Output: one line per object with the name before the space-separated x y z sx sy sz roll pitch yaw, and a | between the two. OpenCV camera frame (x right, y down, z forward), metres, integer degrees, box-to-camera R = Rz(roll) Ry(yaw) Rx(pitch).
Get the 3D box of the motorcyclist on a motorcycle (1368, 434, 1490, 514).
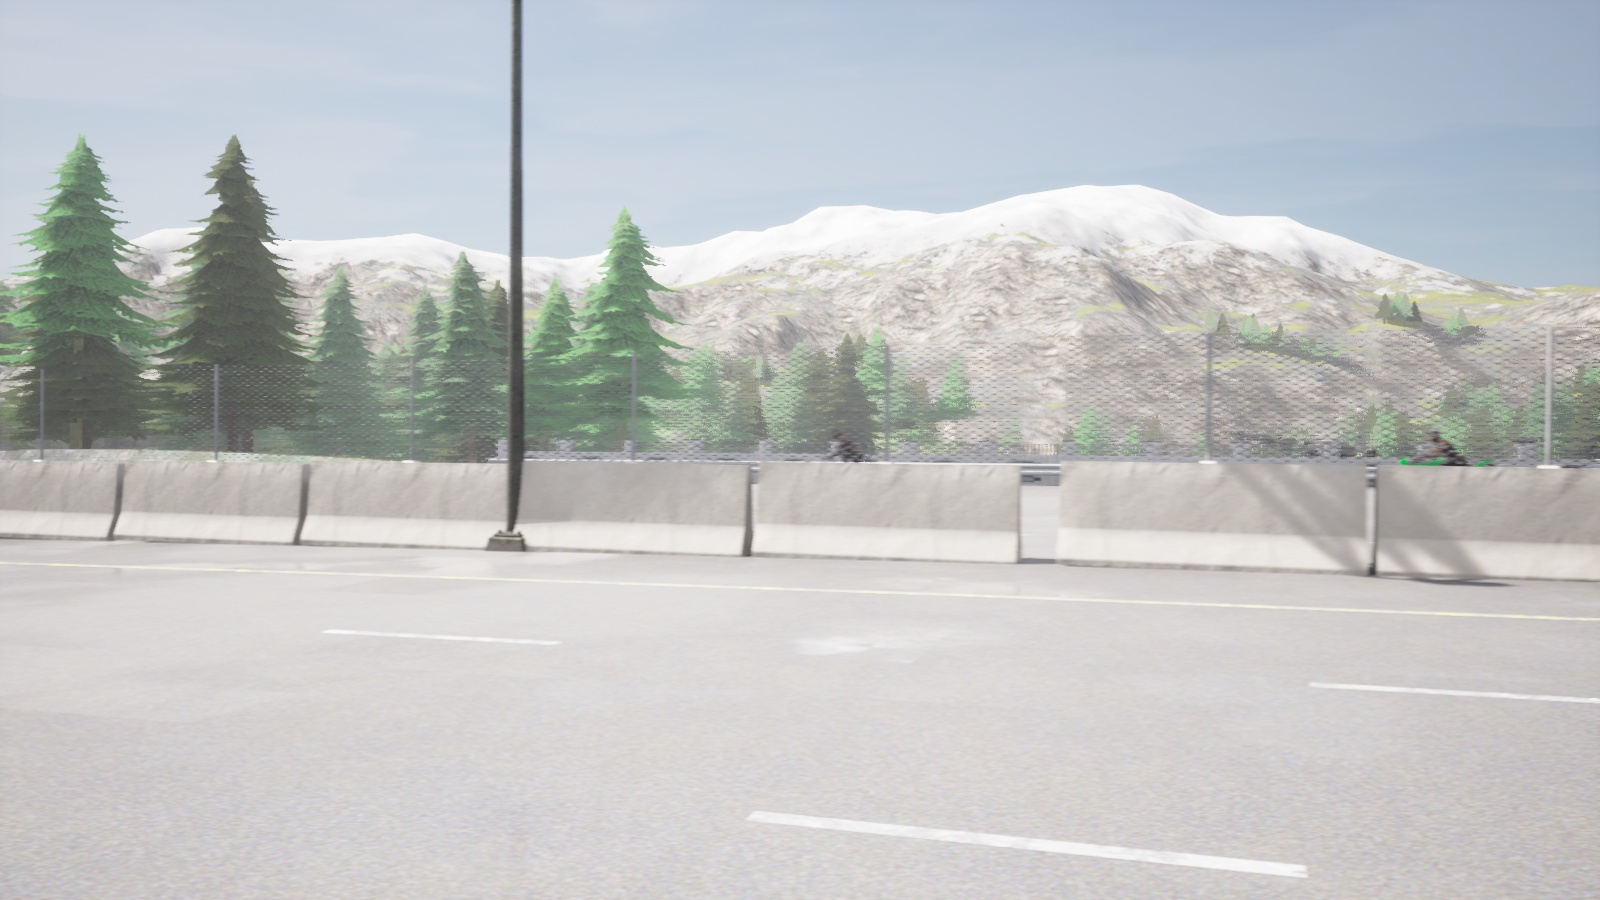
motorcyclist on a motorcycle | 12.418 0.456 24.862 2.044 1.523 0.797 0 1 19
